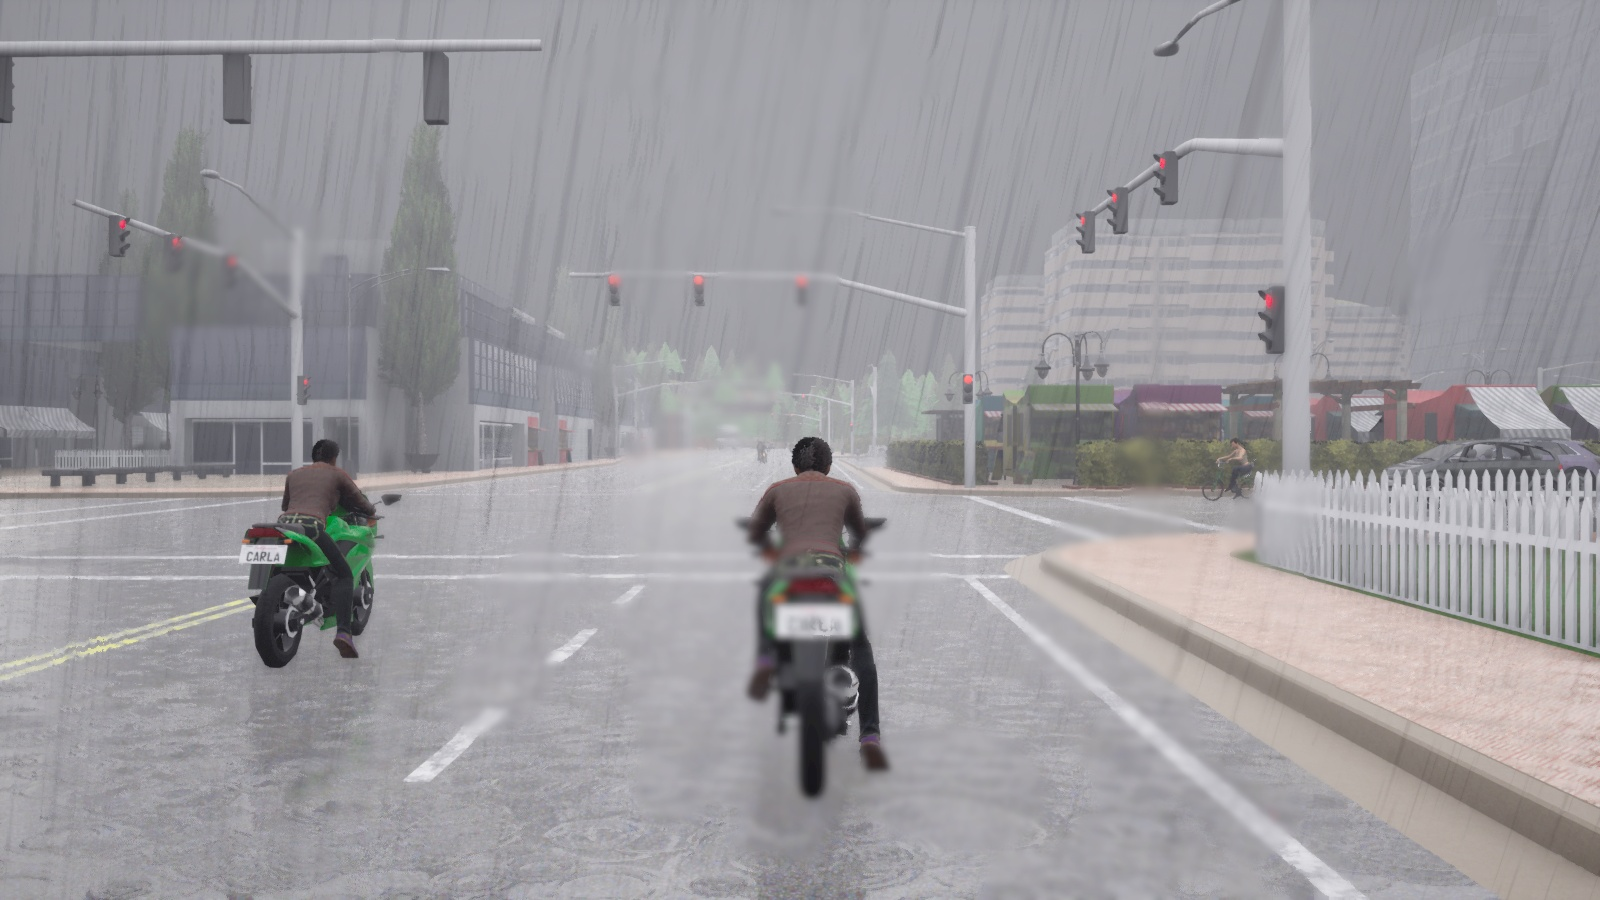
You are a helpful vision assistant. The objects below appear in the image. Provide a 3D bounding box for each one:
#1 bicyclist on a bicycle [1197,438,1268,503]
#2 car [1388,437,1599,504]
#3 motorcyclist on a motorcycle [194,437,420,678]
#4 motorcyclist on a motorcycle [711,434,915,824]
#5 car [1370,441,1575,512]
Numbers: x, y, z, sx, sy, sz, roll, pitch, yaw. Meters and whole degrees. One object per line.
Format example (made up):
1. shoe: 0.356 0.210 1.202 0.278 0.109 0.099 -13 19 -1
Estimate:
1. bicyclist on a bicycle: 11.005 0.511 31.967 1.509 1.612 0.866 0 0 -1
2. car: 17.933 0.510 32.101 4.856 1.649 2.033 0 0 -1
3. motorcyclist on a motorcycle: -3.424 0.675 8.958 0.797 1.523 2.044 0 0 0
4. motorcyclist on a motorcycle: 0.056 0.695 5.932 0.797 1.523 2.044 0 0 0
5. car: 15.225 0.576 28.550 3.705 1.549 1.789 0 0 -1
